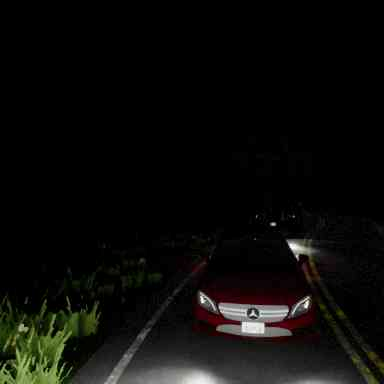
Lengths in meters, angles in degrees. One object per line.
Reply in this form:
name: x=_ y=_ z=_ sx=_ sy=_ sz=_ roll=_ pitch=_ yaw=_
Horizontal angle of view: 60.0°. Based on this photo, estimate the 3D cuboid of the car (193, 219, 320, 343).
car: x=1.231 y=1.534 z=6.686 sx=1.812 sy=1.442 sz=4.674 roll=-1 pitch=0 yaw=11

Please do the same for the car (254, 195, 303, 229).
car: x=5.004 y=1.215 z=18.857 sx=2.150 sy=2.045 sz=5.566 roll=-2 pitch=-1 yaw=22
